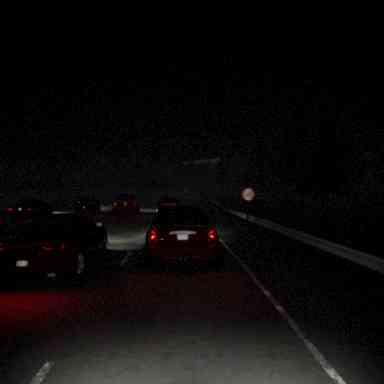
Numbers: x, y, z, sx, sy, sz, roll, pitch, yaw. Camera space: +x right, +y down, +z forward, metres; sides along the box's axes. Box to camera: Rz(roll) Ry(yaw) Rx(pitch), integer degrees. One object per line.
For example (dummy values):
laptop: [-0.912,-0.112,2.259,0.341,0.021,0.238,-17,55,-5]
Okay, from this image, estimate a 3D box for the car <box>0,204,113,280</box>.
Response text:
car: [-3.781,1.346,9.614,1.882,1.535,5.008,0,1,-3]

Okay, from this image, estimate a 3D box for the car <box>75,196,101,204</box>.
car: [-9.515,1.073,30.614,2.128,1.511,4.902,0,1,-9]

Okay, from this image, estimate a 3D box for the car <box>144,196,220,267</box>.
car: [-0.367,1.196,10.981,2.097,1.767,4.553,0,1,-3]

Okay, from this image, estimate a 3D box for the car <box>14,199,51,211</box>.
car: [-12.267,1.205,25.522,2.033,1.411,5.357,0,1,-8]

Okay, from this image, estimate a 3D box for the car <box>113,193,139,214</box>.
car: [-5.781,0.945,29.371,2.097,1.767,4.553,0,1,-8]

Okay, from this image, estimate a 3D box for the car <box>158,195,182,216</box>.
car: [-2.019,1.102,28.709,1.837,1.490,4.892,0,1,-6]

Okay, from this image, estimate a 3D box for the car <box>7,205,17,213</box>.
car: [-7.281,1.352,9.575,1.882,1.535,5.008,0,1,-3]
